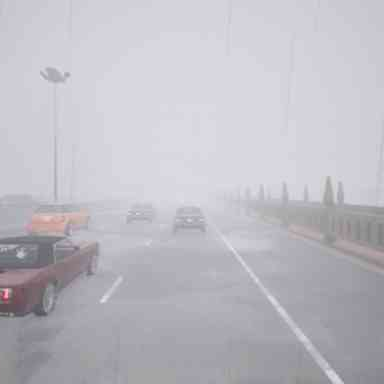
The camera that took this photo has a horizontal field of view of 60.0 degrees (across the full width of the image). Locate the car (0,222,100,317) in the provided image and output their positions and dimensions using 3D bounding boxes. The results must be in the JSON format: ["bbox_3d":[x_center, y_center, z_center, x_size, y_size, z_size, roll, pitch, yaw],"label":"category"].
[{"bbox_3d":[-3.509,1.613,7.404,1.895,1.301,4.718,0,0,-1],"label":"car"}]

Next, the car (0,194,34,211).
[{"bbox_3d":[-18.069,1.281,33.828,2.150,2.045,5.566,0,0,-1],"label":"car"}]

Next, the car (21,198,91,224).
[{"bbox_3d":[-7.155,1.376,18.451,2.097,1.767,4.553,0,0,-1],"label":"car"}]

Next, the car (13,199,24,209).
[{"bbox_3d":[-14.532,1.613,31.365,1.994,1.385,4.181,0,0,-1],"label":"car"}]

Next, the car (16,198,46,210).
[{"bbox_3d":[-21.711,1.580,45.058,1.837,1.490,4.892,0,-1,0],"label":"car"}]

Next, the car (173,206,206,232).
[{"bbox_3d":[-0.170,1.549,19.933,2.033,1.411,5.357,0,0,-1],"label":"car"}]

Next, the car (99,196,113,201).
[{"bbox_3d":[-18.562,1.616,74.145,1.994,1.385,4.181,0,0,-1],"label":"car"}]

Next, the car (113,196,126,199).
[{"bbox_3d":[-15.024,1.575,71.554,1.812,1.442,4.674,0,0,-1],"label":"car"}]

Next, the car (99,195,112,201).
[{"bbox_3d":[-22.225,1.606,85.343,2.033,1.411,5.357,0,0,-1],"label":"car"}]

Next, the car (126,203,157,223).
[{"bbox_3d":[-3.752,1.561,25.472,2.033,1.411,5.357,0,0,-1],"label":"car"}]
